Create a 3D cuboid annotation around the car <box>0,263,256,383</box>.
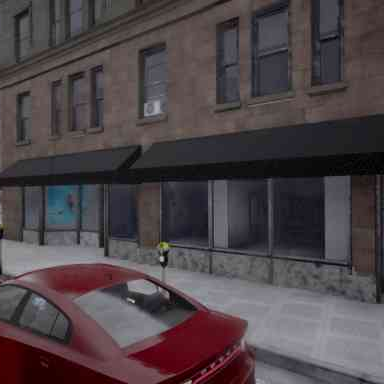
[{"bbox_3d":[-1.497,1.545,3.933,4.507,1.381,1.887,0,0,36],"label":"car"}]
